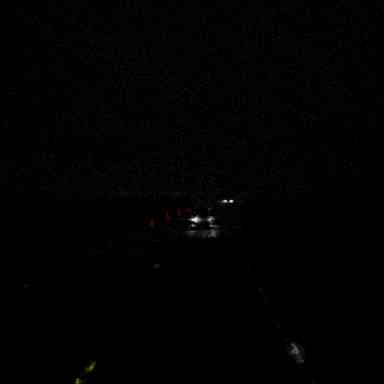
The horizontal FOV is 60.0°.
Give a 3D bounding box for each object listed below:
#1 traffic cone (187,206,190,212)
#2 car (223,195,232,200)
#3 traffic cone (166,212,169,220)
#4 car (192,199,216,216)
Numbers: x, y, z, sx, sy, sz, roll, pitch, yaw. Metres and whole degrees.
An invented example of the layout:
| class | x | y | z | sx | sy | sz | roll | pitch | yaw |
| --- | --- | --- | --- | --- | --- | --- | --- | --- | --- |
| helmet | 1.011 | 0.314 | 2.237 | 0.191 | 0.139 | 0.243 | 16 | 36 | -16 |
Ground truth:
| class | x | y | z | sx | sy | sz | roll | pitch | yaw |
| --- | --- | --- | --- | --- | --- | --- | --- | --- | --- |
| traffic cone | -0.397 | 1.871 | 36.552 | 0.340 | 0.580 | 0.340 | 0 | 0 | 9 |
| car | 8.956 | 1.387 | 83.620 | 1.895 | 1.301 | 4.718 | 0 | 0 | -1 |
| traffic cone | -1.962 | 1.896 | 26.609 | 0.340 | 0.580 | 0.340 | 0 | 0 | 8 |
| car | 1.227 | 1.412 | 31.690 | 1.882 | 1.535 | 5.008 | 0 | 0 | 9 |
